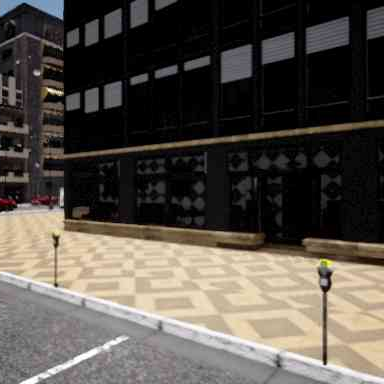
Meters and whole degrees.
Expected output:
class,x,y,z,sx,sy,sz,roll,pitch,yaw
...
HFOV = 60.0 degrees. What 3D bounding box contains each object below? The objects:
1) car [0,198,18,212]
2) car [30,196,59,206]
class,x,y,z,sx,sy,sz,roll,pitch,yaw
car,-19.283,1.118,31.364,2.192,1.841,5.009,1,2,35
car,-19.824,1.186,45.213,1.802,1.307,4.206,1,2,35
